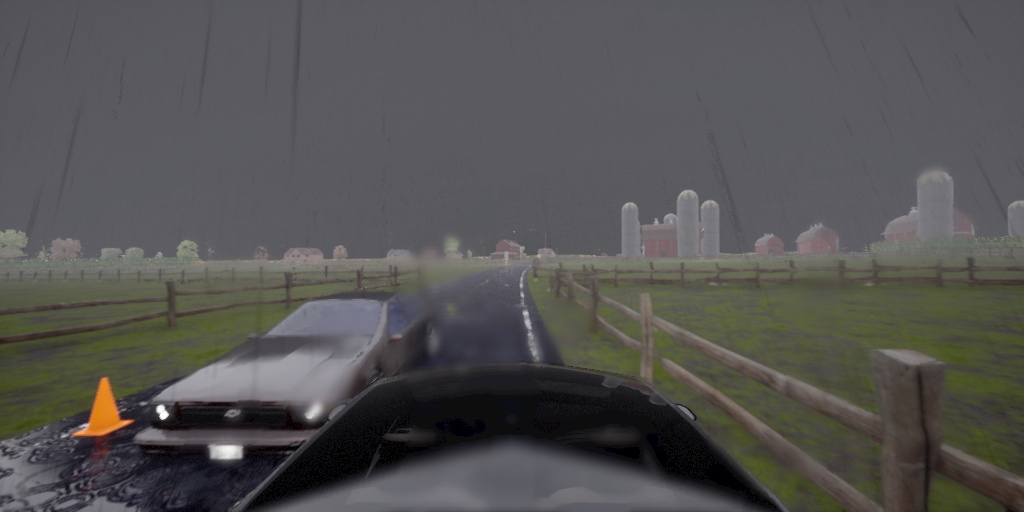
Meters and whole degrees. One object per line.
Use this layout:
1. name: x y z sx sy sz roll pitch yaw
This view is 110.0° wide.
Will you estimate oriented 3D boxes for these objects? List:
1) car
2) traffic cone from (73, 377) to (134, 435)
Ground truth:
1. car: -2.450 1.299 5.741 2.033 1.411 5.357 0 0 0
2. traffic cone: -4.726 1.706 4.158 0.340 0.580 0.340 0 0 0
